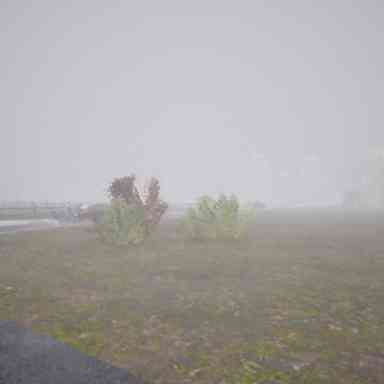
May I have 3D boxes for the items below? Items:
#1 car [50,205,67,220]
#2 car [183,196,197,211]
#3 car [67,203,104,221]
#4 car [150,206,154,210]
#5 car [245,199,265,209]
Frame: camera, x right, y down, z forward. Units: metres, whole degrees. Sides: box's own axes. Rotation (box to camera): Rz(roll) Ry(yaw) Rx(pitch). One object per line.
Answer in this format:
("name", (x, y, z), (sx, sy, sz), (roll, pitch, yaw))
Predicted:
("car", (-10.662, 1.738, 30.200), (1.994, 1.385, 4.181), (-1, -1, 36))
("car", (1.032, 1.615, 46.440), (2.150, 2.045, 5.566), (-1, -1, 36))
("car", (-7.753, 1.649, 28.042), (1.812, 1.442, 4.674), (-1, -1, 37))
("car", (-5.225, 1.823, 37.752), (2.033, 1.411, 5.357), (-1, -1, 36))
("car", (9.948, 1.934, 52.648), (1.882, 1.535, 5.008), (-1, -1, 36))
